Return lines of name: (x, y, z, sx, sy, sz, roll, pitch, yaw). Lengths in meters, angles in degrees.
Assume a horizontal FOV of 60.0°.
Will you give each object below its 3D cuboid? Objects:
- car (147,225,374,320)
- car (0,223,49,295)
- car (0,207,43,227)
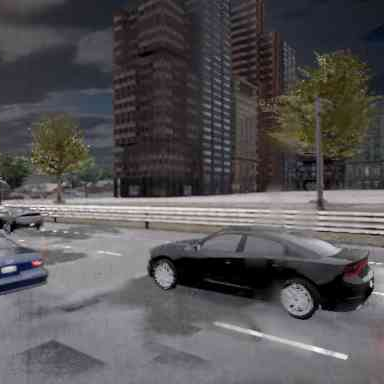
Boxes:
car: (1.209, 1.493, 7.432, 5.008, 1.535, 1.882, 0, 0, 36)
car: (-5.661, 1.607, 8.035, 5.357, 1.411, 2.033, -1, 0, 36)
car: (-11.170, 1.696, 20.568, 4.902, 1.511, 2.128, -1, 0, 36)
